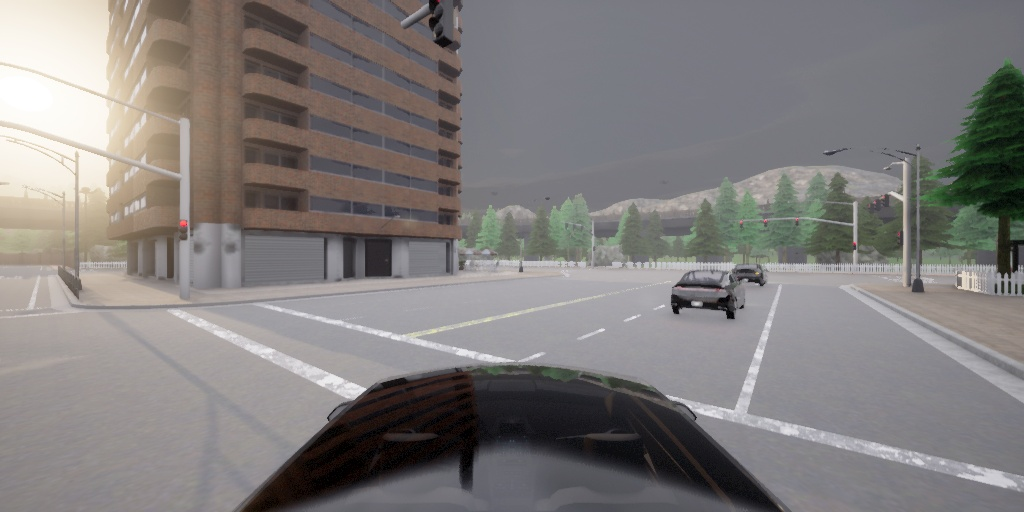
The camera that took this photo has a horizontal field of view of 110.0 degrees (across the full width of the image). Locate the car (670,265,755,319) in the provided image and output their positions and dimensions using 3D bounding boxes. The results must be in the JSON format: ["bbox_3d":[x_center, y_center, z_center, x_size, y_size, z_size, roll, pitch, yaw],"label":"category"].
[{"bbox_3d":[7.120,1.243,12.849,2.128,1.511,4.902,0,0,38],"label":"car"}]

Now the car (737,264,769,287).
[{"bbox_3d":[16.315,1.265,24.701,1.837,1.490,4.892,0,0,38],"label":"car"}]
